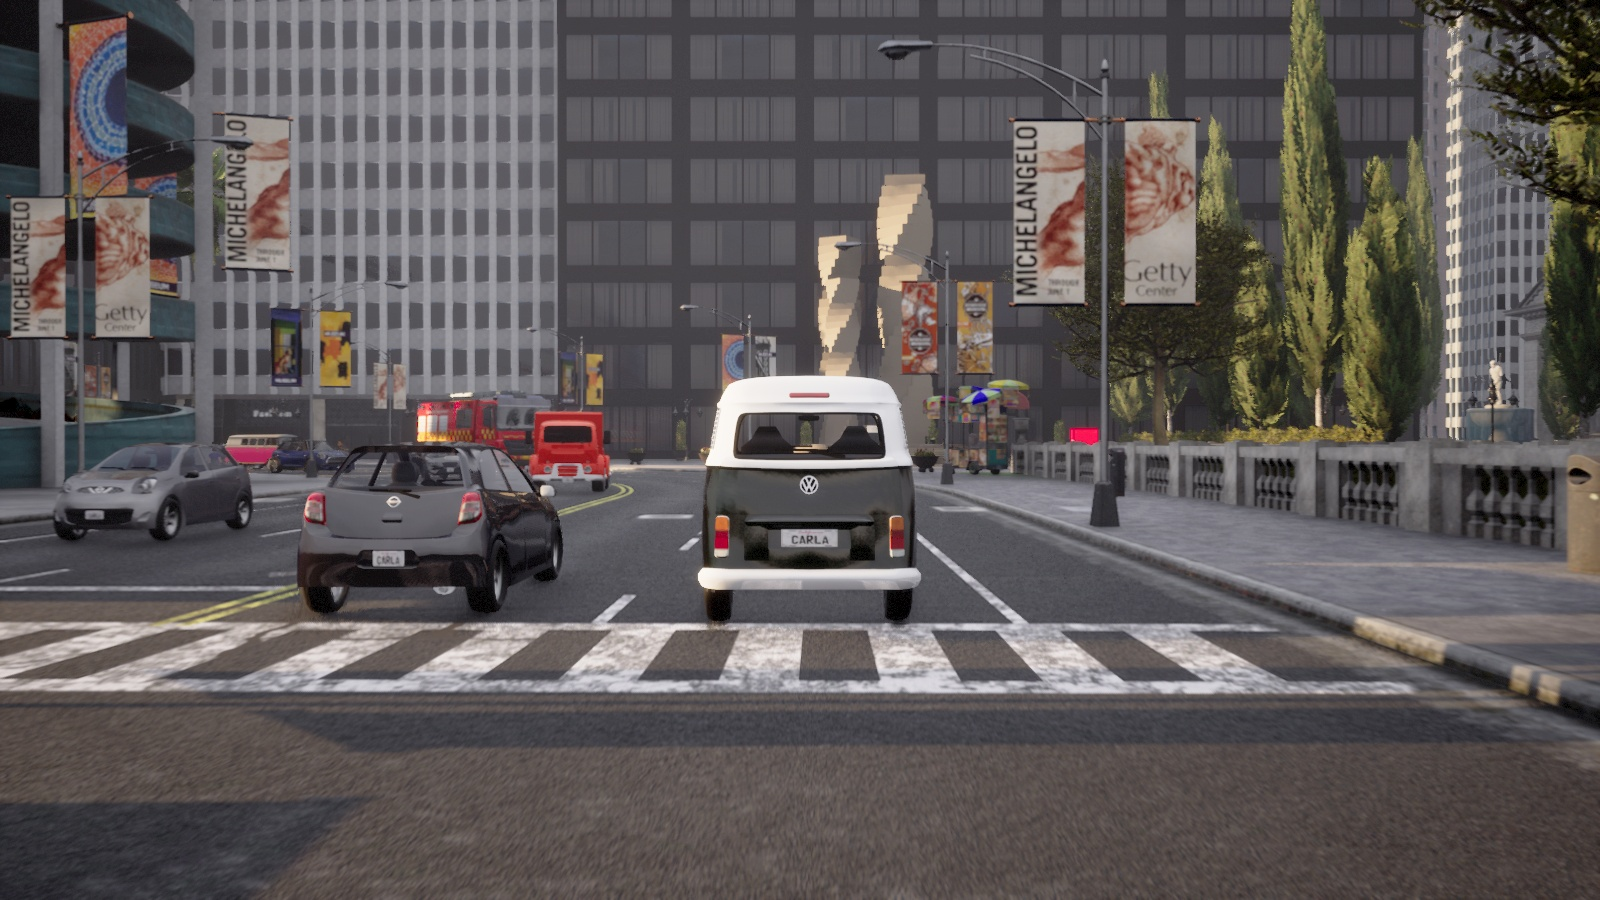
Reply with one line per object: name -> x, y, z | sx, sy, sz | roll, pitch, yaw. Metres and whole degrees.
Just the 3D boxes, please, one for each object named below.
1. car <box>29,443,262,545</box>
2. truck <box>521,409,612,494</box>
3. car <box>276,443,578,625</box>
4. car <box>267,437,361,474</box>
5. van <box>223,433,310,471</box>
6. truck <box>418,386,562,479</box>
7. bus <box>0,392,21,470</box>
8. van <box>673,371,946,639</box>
car -> -10.371, 0.637, 20.208 | 1.845, 1.501, 3.633 | 0, 0, 0
truck -> -7.234, 0.032, 39.247 | 2.627, 2.467, 5.204 | 0, 0, -9
car -> -3.413, 0.688, 12.228 | 1.845, 1.501, 3.633 | 0, 0, 0
car -> -23.704, 0.239, 61.172 | 4.553, 1.767, 2.097 | 0, 0, 35
van -> -29.098, 0.087, 68.454 | 4.442, 1.987, 1.775 | 0, 0, 22
truck -> -14.028, -0.748, 56.250 | 2.891, 3.827, 8.468 | 0, 0, -40
bus -> -48.770, -1.058, 68.321 | 10.273, 4.253, 3.944 | 0, 0, 0
van -> 0.085, 0.403, 11.784 | 2.069, 2.038, 4.480 | 0, 0, 0
